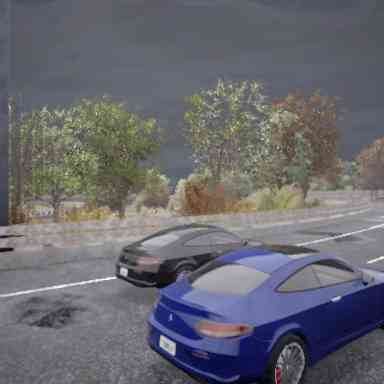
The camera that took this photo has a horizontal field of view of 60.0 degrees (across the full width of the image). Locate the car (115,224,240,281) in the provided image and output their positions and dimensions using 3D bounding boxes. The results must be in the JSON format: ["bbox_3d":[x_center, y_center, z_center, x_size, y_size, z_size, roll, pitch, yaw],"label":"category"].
[{"bbox_3d":[0.321,1.573,8.640,4.674,1.442,1.812,0,0,-39],"label":"car"}]

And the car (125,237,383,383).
[{"bbox_3d":[1.546,1.554,5.143,4.674,1.442,1.812,0,0,-38],"label":"car"}]
